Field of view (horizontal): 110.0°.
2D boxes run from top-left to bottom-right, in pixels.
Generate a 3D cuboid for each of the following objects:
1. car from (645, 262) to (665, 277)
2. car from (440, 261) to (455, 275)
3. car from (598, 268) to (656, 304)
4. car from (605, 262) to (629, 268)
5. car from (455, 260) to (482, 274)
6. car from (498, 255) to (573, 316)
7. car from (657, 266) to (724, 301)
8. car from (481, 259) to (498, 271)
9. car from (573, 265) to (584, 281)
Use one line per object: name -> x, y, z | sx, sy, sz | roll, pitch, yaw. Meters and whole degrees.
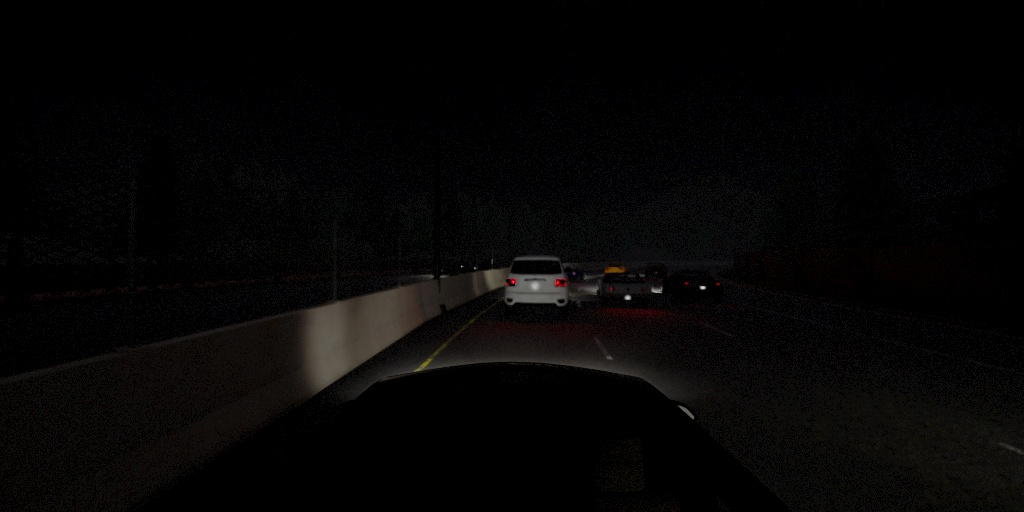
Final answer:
car -> 13.834, 1.354, 34.417 | 1.882, 1.535, 5.008 | 0, 0, 22
car -> -6.586, 1.299, 40.292 | 1.837, 1.490, 4.892 | 0, 0, 22
car -> 5.049, 1.403, 16.668 | 1.895, 1.301, 4.718 | 0, 0, 10
car -> 9.998, 1.336, 34.204 | 1.882, 1.535, 5.008 | 0, 0, 21
car -> -3.729, 1.155, 37.904 | 2.097, 1.767, 4.553 | 0, 0, 21
car -> 1.058, 0.999, 13.721 | 2.150, 2.045, 5.566 | 0, 0, 7
car -> 8.895, 1.386, 17.970 | 1.994, 1.385, 4.181 | 0, 0, 11
car -> -0.897, 1.289, 35.520 | 1.882, 1.535, 5.008 | 0, 0, 20
car -> 5.108, 1.431, 31.055 | 1.895, 1.301, 4.718 | 0, 0, 18
